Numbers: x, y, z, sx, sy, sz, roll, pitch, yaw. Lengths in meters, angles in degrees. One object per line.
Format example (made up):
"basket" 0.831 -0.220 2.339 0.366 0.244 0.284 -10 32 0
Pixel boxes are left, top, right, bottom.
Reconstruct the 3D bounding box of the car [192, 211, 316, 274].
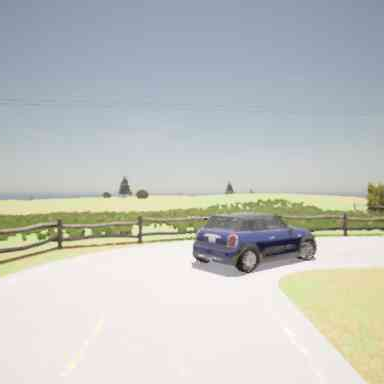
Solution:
"car" 2.259 1.480 11.345 4.553 1.767 2.097 1 -1 -39
